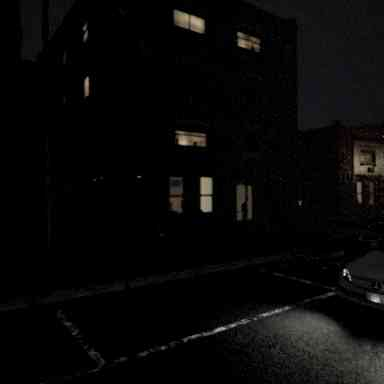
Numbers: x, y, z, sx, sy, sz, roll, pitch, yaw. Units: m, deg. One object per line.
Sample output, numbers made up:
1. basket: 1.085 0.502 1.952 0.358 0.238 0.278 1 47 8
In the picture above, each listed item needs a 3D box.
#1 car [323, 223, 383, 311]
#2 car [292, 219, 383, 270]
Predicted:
1. car: 4.955 1.496 6.898 4.674 1.442 1.812 0 0 -35
2. car: 4.825 1.515 9.985 4.403 1.369 2.008 0 0 -35
